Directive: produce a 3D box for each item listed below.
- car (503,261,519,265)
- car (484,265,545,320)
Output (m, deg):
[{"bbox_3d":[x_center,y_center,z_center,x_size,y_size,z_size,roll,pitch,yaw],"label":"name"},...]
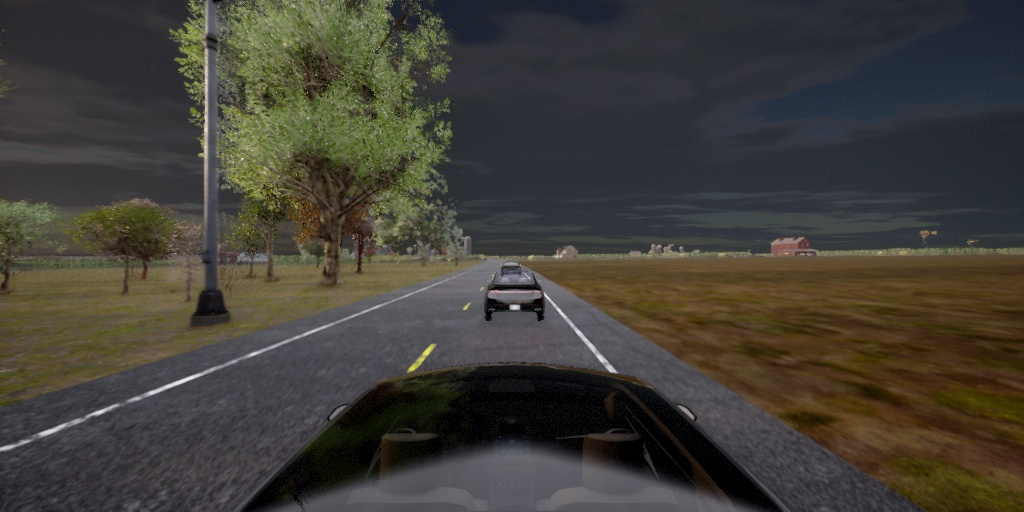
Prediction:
[{"bbox_3d":[-0.098,1.229,34.601,1.882,1.535,5.008,0,0,-1],"label":"car"},{"bbox_3d":[0.074,1.240,12.571,2.128,1.511,4.902,0,0,0],"label":"car"}]
